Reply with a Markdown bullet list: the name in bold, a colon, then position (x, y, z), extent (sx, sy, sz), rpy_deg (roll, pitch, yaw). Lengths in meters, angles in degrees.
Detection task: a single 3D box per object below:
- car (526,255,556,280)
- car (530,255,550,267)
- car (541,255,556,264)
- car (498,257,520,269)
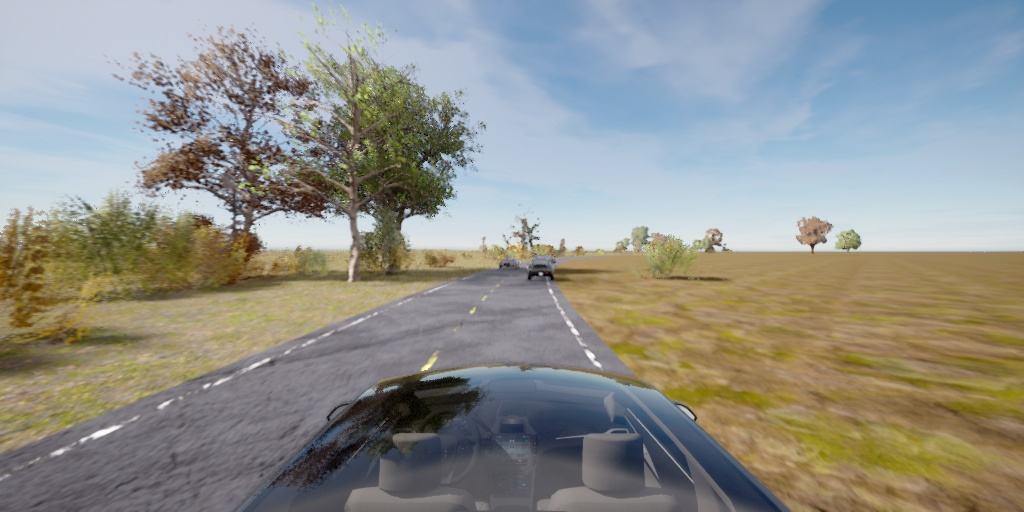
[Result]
- **car**: position (2.119, 0.929, 26.375), extent (1.837, 1.490, 4.892), rpy_deg (0, 1, 5)
- **car**: position (3.803, 0.620, 47.975), extent (2.128, 1.511, 4.902), rpy_deg (0, 1, 10)
- **car**: position (6.234, 0.513, 61.409), extent (1.994, 1.385, 4.181), rpy_deg (0, 1, 13)
- **car**: position (-0.285, 0.769, 41.265), extent (1.994, 1.385, 4.181), rpy_deg (1, 1, 8)
